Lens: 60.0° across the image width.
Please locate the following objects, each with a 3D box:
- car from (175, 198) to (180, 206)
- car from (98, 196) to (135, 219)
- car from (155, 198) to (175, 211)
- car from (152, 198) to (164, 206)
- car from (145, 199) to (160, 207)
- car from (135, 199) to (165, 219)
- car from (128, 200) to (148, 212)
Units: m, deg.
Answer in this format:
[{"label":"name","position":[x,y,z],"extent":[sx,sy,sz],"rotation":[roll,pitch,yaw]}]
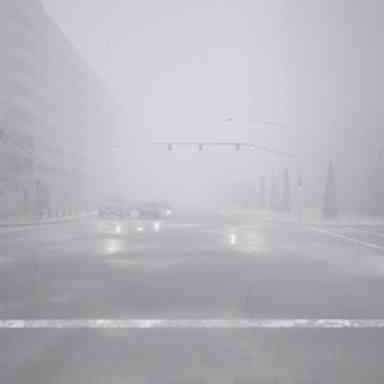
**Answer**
[{"label":"car","position":[-3.451,2.026,68.254],"extent":[2.033,1.411,5.357],"rotation":[0,0,1]},{"label":"car","position":[-7.417,1.449,32.341],"extent":[2.150,2.045,5.566],"rotation":[0,0,1]},{"label":"car","position":[-3.826,1.887,46.197],"extent":[1.994,1.385,4.181],"rotation":[0,0,1]},{"label":"car","position":[-6.955,1.979,67.939],"extent":[1.837,1.490,4.892],"rotation":[0,0,1]},{"label":"car","position":[-7.114,1.971,60.360],"extent":[2.033,1.411,5.357],"rotation":[0,0,1]},{"label":"car","position":[-3.887,1.727,31.558],"extent":[1.837,1.490,4.892],"rotation":[0,0,0]},{"label":"car","position":[-7.241,1.880,45.161],"extent":[1.994,1.385,4.181],"rotation":[0,0,1]}]
